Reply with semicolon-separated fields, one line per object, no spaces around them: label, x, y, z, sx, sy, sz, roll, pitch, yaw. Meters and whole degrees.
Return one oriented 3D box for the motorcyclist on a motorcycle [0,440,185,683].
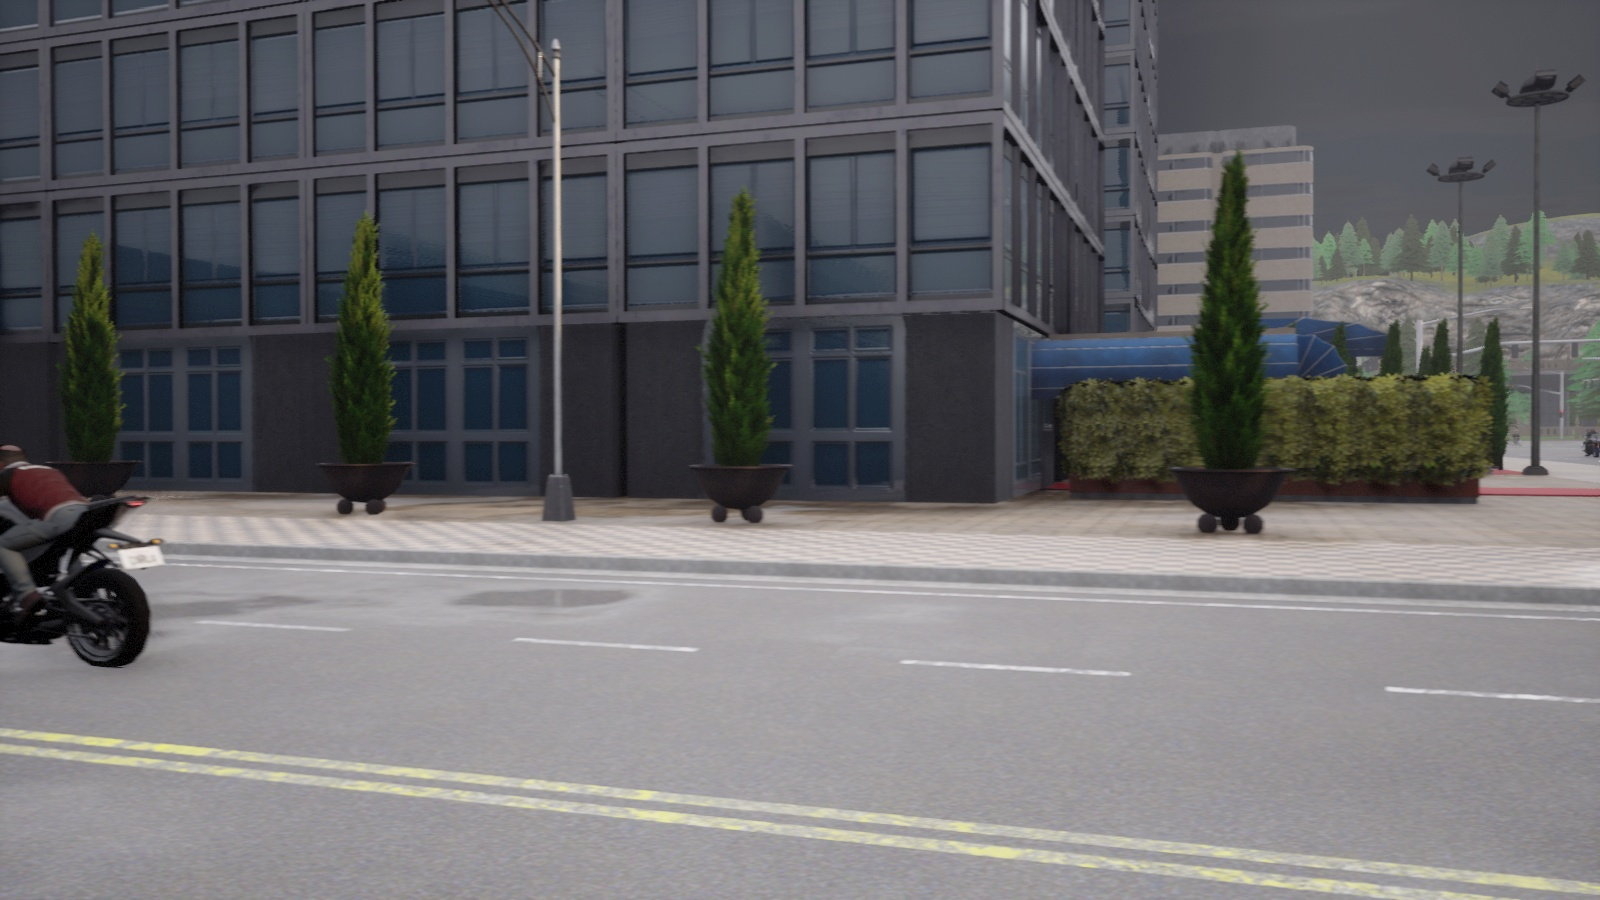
motorcyclist on a motorcycle;-5.488;0.701;8.732;2.191;1.530;0.866;1;1;19

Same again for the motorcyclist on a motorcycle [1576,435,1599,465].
motorcyclist on a motorcycle;40.988;-0.025;65.009;0.866;1.530;2.191;1;1;18
